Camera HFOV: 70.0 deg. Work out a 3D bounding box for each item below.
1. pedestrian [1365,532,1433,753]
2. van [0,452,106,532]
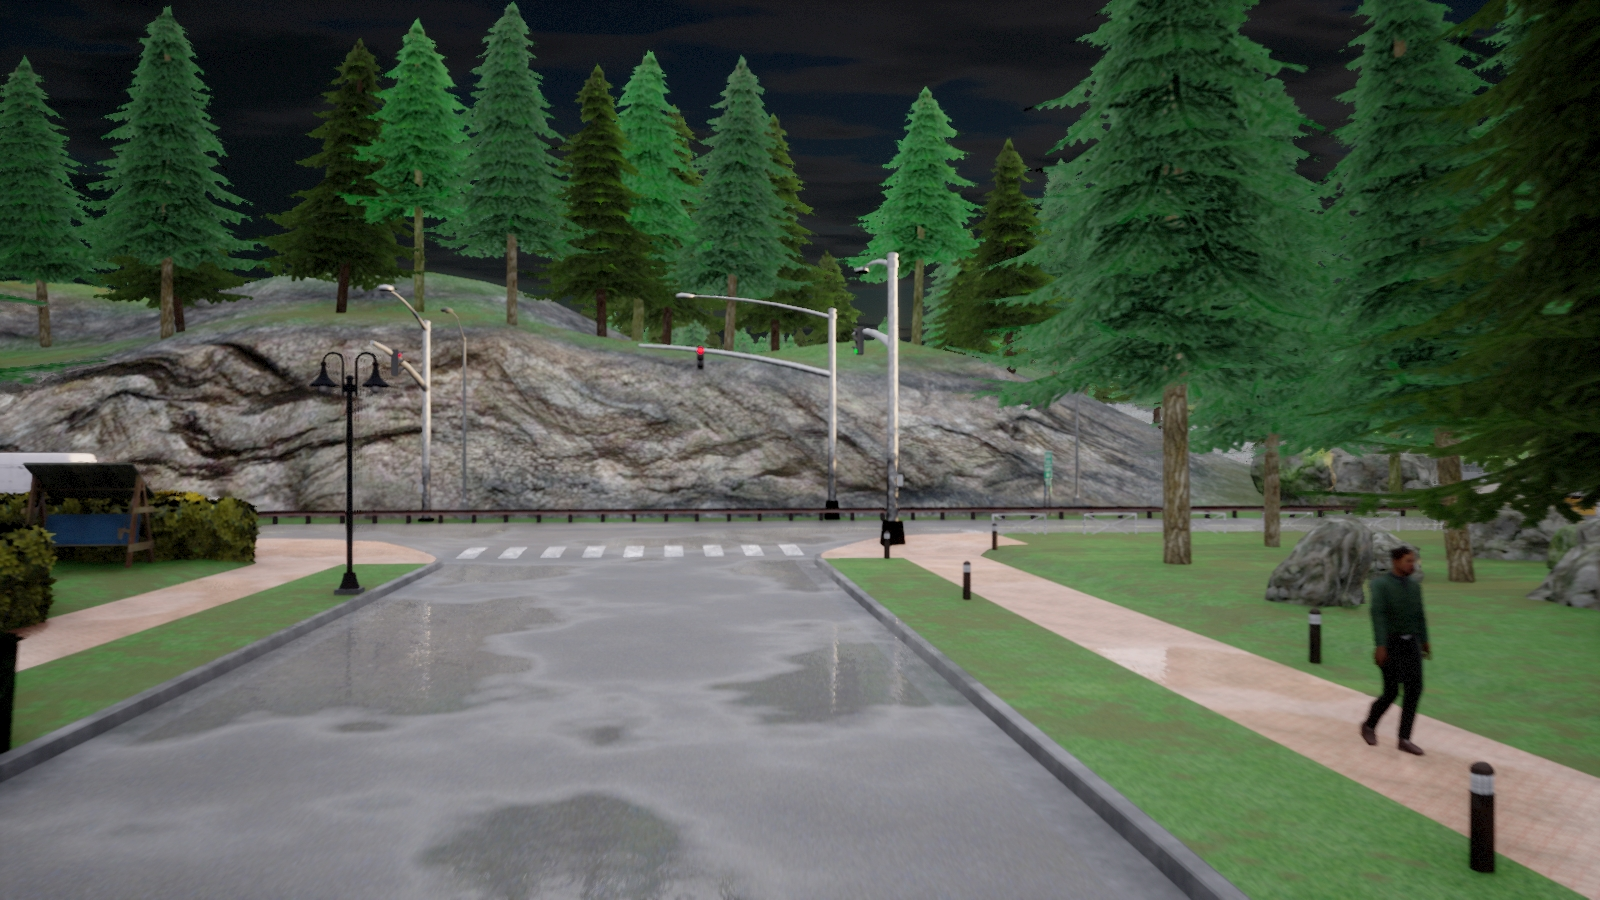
[{"bbox_3d":[5.247,1.666,10.019,0.375,1.860,0.375,0,0,-12],"label":"pedestrian"},{"bbox_3d":[-26.371,1.341,37.438,5.915,2.561,1.988,0,0,-6],"label":"van"}]
